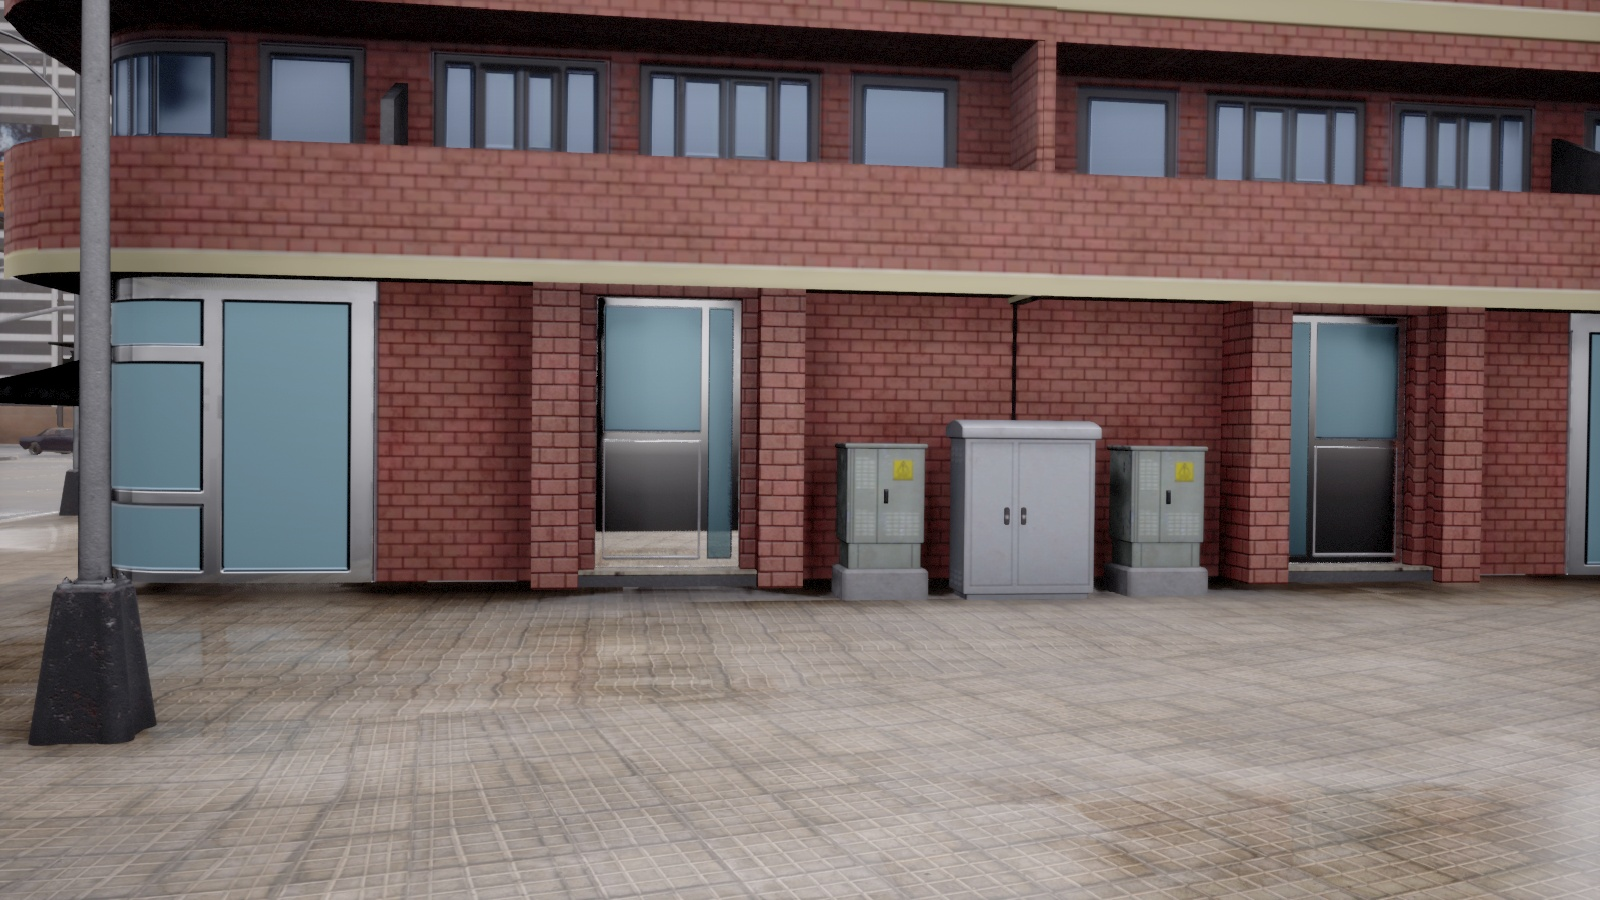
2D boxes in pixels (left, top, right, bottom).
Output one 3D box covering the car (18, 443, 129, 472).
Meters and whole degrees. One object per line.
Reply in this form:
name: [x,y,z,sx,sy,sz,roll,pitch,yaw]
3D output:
car: [-34.118,0.363,58.975,4.718,1.301,1.895,0,1,21]
